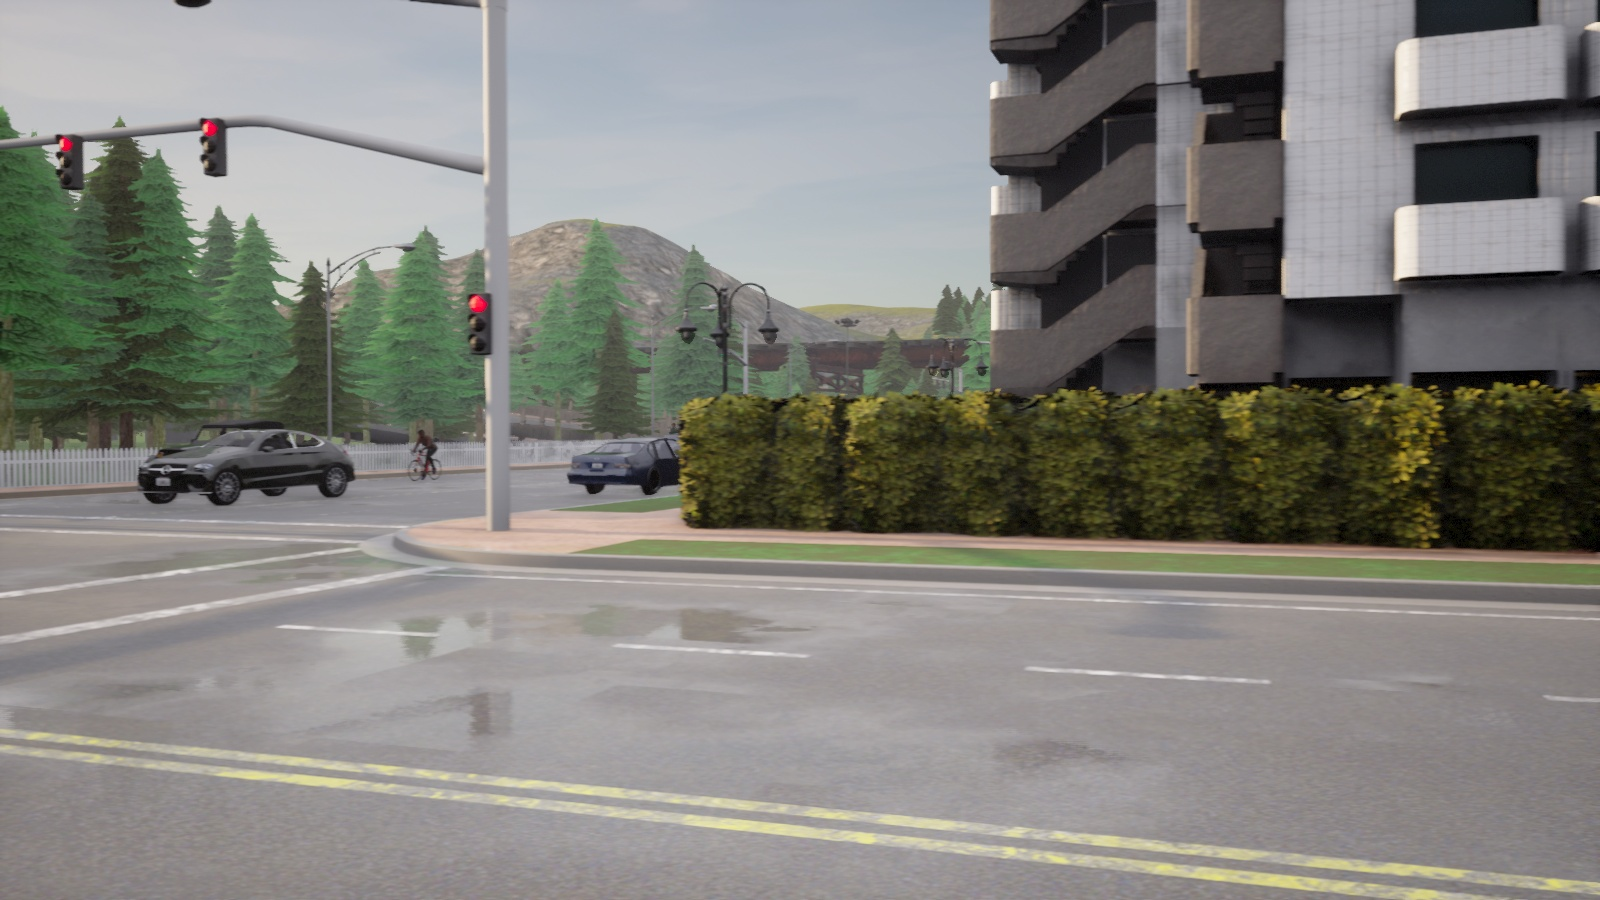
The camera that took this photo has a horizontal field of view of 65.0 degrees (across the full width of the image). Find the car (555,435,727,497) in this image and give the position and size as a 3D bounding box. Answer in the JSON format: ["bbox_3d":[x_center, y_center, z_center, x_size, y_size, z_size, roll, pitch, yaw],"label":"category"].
[{"bbox_3d":[-3.922,0.340,32.112,2.033,1.411,5.357,1,1,21],"label":"car"}]

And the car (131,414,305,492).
[{"bbox_3d":[-15.010,0.040,32.603,1.905,1.878,3.866,1,1,21],"label":"car"}]

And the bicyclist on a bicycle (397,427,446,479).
[{"bbox_3d":[-12.063,0.087,40.096,0.582,1.620,1.656,1,1,21],"label":"bicyclist on a bicycle"}]

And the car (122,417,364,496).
[{"bbox_3d":[-12.673,0.090,28.985,2.152,1.651,5.027,1,1,21],"label":"car"}]
